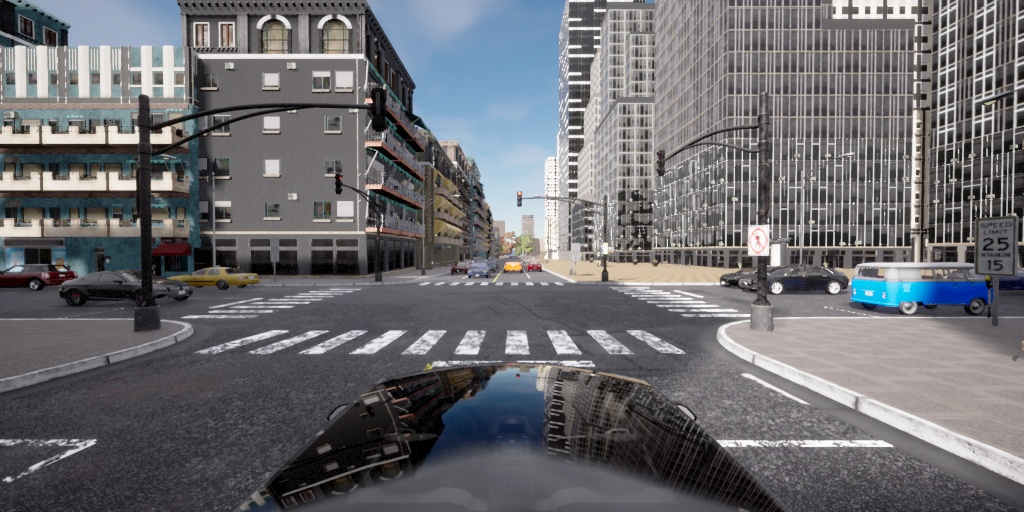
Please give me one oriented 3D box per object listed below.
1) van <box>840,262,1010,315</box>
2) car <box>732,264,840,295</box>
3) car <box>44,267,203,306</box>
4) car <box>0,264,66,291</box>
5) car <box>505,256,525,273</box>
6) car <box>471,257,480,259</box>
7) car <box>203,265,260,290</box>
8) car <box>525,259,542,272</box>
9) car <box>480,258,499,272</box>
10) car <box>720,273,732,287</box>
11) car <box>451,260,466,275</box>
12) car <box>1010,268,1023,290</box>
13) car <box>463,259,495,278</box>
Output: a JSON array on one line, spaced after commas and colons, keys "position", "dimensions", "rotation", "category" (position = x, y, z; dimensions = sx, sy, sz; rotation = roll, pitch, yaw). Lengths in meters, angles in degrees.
[{"position": [14.720, 1.117, 12.935], "dimensions": [3.998, 1.789, 1.690], "rotation": [0, 0, 0], "category": "van"}, {"position": [14.639, 1.194, 18.713], "dimensions": [4.892, 1.490, 1.837], "rotation": [0, 1, 0], "category": "car"}, {"position": [-16.651, 1.332, 15.551], "dimensions": [4.674, 1.442, 1.812], "rotation": [0, 1, 0], "category": "car"}, {"position": [-28.726, 1.190, 21.366], "dimensions": [4.097, 1.591, 1.967], "rotation": [0, 0, 0], "category": "car"}, {"position": [0.194, 1.098, 44.412], "dimensions": [2.097, 1.767, 4.553], "rotation": [0, 0, 1], "category": "car"}, {"position": [-5.570, 1.185, 45.051], "dimensions": [1.967, 1.591, 4.097], "rotation": [0, 0, 0], "category": "car"}, {"position": [-17.828, 1.247, 21.353], "dimensions": [4.829, 1.417, 1.751], "rotation": [0, 0, 0], "category": "car"}, {"position": [2.777, 1.290, 45.085], "dimensions": [1.888, 1.381, 4.507], "rotation": [0, 0, 0], "category": "car"}, {"position": [-2.980, 1.309, 43.985], "dimensions": [1.994, 1.385, 4.181], "rotation": [0, 0, 0], "category": "car"}, {"position": [14.730, 1.216, 21.315], "dimensions": [4.313, 1.339, 1.948], "rotation": [0, 0, 0], "category": "car"}, {"position": [-5.586, 1.290, 39.402], "dimensions": [1.888, 1.381, 4.507], "rotation": [0, 0, 0], "category": "car"}, {"position": [24.711, 1.196, 18.700], "dimensions": [4.674, 1.442, 1.812], "rotation": [0, 1, 0], "category": "car"}, {"position": [-3.010, 1.293, 33.951], "dimensions": [2.033, 1.411, 5.357], "rotation": [0, 0, 0], "category": "car"}]
